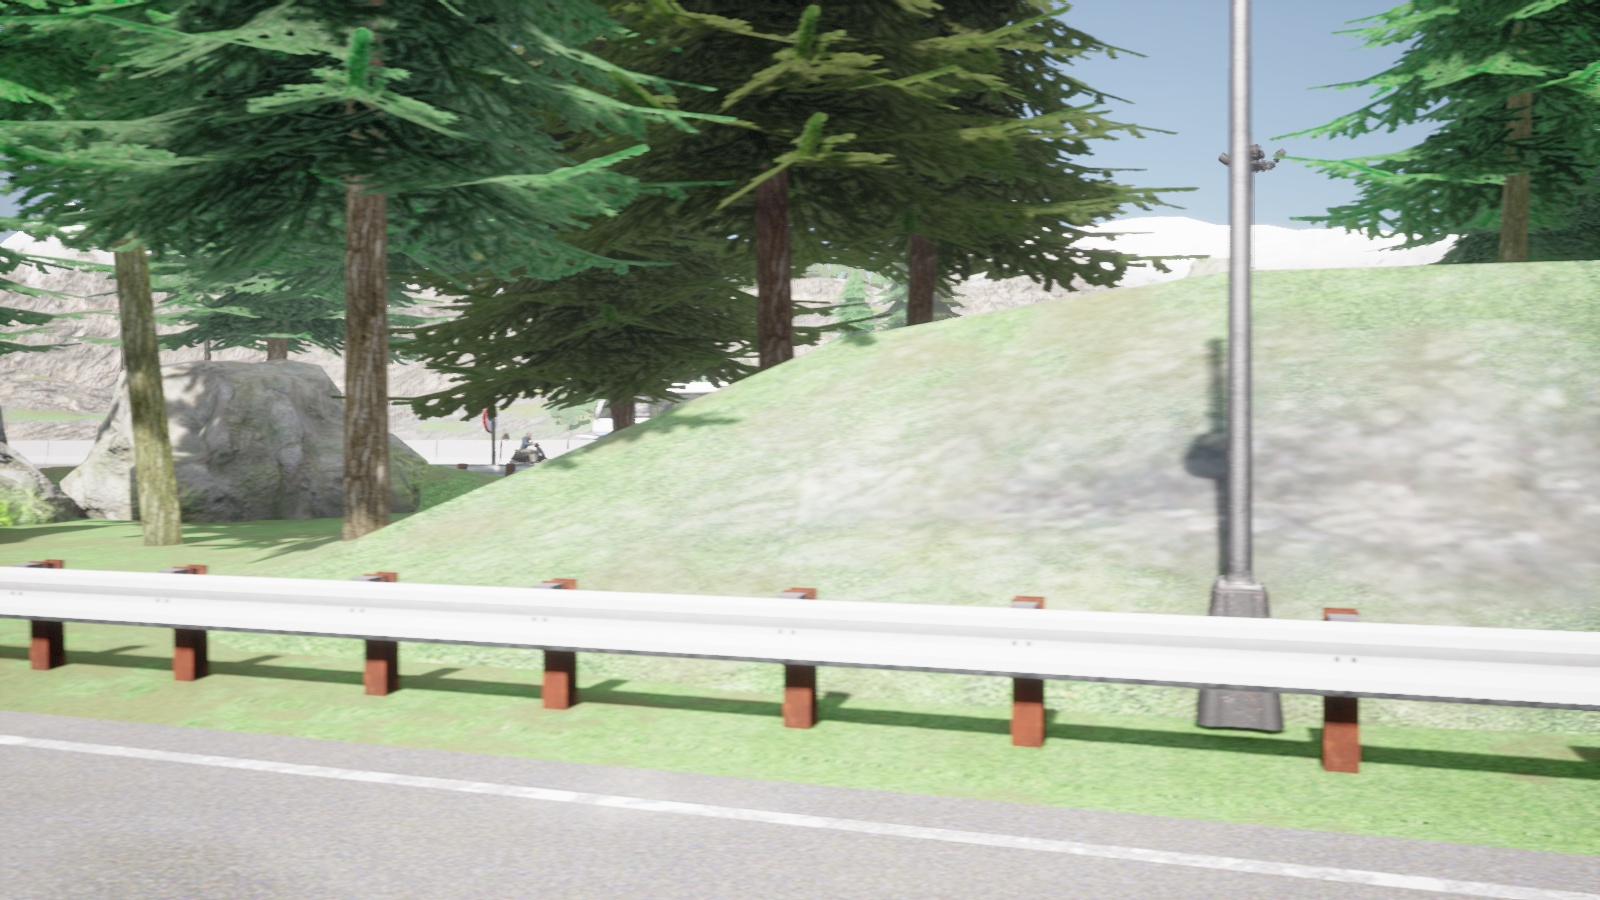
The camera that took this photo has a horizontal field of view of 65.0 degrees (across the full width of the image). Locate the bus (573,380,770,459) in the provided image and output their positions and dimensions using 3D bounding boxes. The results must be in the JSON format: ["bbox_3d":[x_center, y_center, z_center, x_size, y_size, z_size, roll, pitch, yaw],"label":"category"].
[{"bbox_3d":[-7.223,-1.691,70.721,10.273,4.253,3.944,0,1,19],"label":"bus"}]

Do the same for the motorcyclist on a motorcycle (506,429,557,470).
[{"bbox_3d":[-10.632,-0.039,49.733,1.817,1.590,0.866,1,1,19],"label":"motorcyclist on a motorcycle"}]
